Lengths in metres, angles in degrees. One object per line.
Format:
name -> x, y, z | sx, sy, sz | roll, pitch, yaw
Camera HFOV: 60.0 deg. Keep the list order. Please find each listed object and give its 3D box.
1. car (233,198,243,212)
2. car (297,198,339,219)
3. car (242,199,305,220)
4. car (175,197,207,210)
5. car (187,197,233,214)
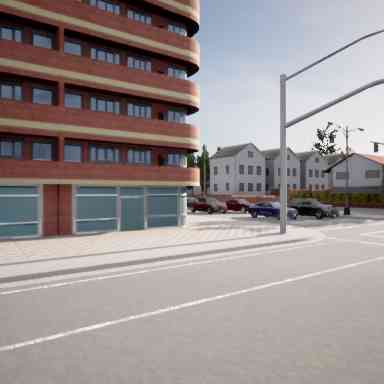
car -> 5.169, 1.478, 36.632 | 1.882, 1.535, 5.008 | 0, 0, -35
car -> 10.419, 1.352, 29.056 | 2.097, 1.767, 4.553 | 0, 0, -35
car -> 6.784, 1.526, 28.163 | 1.812, 1.442, 4.674 | 0, 0, -35
car -> -0.212, 1.505, 44.422 | 1.837, 1.490, 4.892 | 0, 0, -35
car -> 1.790, 1.352, 35.361 | 2.097, 1.767, 4.553 | 0, 0, -34
